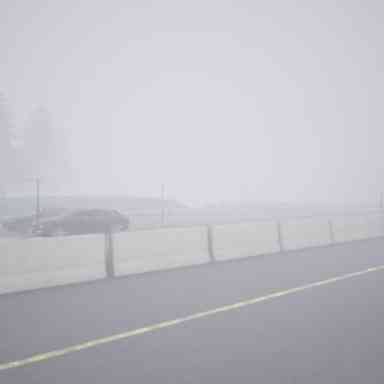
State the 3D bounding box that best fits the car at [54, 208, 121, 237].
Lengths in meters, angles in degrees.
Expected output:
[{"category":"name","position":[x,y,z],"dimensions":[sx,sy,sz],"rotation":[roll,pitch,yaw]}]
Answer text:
[{"category":"car","position":[-5.625,1.547,17.181],"dimensions":[4.892,1.490,1.837],"rotation":[0,0,-36]}]
